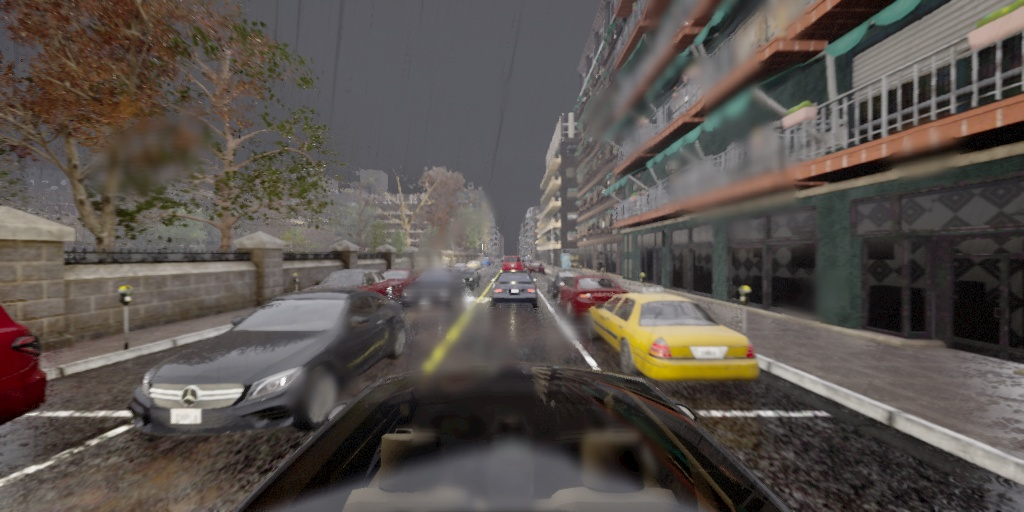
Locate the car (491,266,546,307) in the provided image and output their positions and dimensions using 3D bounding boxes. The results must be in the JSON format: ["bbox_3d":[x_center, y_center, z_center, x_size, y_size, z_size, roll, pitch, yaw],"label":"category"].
[{"bbox_3d":[0.098,1.317,15.465,2.033,1.411,5.357,0,0,0],"label":"car"}]

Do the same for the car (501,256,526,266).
[{"bbox_3d":[0.082,1.027,37.245,2.150,2.045,5.566,0,0,0],"label":"car"}]

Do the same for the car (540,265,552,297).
[{"bbox_3d":[2.688,1.324,18.106,2.007,1.370,4.403,0,0,0],"label":"car"}]

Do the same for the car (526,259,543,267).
[{"bbox_3d":[2.686,1.354,40.246,1.888,1.381,4.507,0,0,0],"label":"car"}]

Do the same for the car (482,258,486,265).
[{"bbox_3d":[-5.697,1.391,56.850,2.007,1.370,4.403,0,0,0],"label":"car"}]

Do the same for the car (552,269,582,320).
[{"bbox_3d":[2.689,1.310,12.570,1.888,1.381,4.507,0,0,0],"label":"car"}]

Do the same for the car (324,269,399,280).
[{"bbox_3d":[-5.692,1.205,12.569,1.967,1.591,4.097,0,0,0],"label":"car"}]

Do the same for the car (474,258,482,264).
[{"bbox_3d":[-5.696,1.355,51.145,1.751,1.417,4.829,0,0,0],"label":"car"}]

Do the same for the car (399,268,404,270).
[{"bbox_3d":[-5.692,1.319,18.104,1.888,1.381,4.507,0,0,0],"label":"car"}]

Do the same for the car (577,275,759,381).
[{"bbox_3d":[2.690,1.283,7.205,1.751,1.417,4.829,0,0,0],"label":"car"}]

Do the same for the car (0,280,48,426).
[{"bbox_3d":[-5.690,1.065,1.499,2.192,1.841,5.009,0,0,0],"label":"car"}]

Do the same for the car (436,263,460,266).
[{"bbox_3d":[-5.694,1.373,29.174,1.802,1.307,4.207,0,0,0],"label":"car"}]

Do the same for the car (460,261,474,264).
[{"bbox_3d":[-5.695,1.391,40.245,1.802,1.307,4.207,0,0,0],"label":"car"}]

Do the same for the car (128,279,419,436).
[{"bbox_3d":[-3.093,1.281,5.760,1.812,1.442,4.674,0,0,1],"label":"car"}]

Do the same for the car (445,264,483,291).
[{"bbox_3d":[-3.003,1.380,22.179,1.895,1.301,4.718,0,0,0],"label":"car"}]

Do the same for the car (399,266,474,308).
[{"bbox_3d":[-3.087,1.317,15.480,2.033,1.411,5.357,0,0,0],"label":"car"}]
